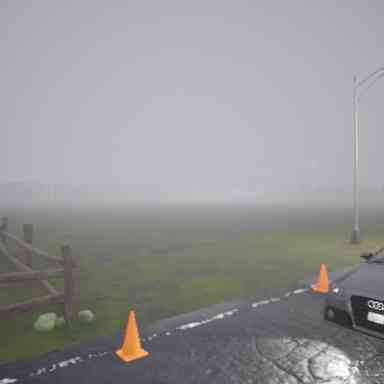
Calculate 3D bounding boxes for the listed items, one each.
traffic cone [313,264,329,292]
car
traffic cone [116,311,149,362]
[{"bbox_3d":[3.055,1.974,7.723,0.340,0.580,0.340,0,0,-38],"label":"traffic cone"},{"bbox_3d":[4.141,1.573,5.856,4.181,1.385,1.994,0,0,-39],"label":"car"},{"bbox_3d":[-0.837,1.974,4.667,0.340,0.580,0.340,0,0,-37],"label":"traffic cone"}]
